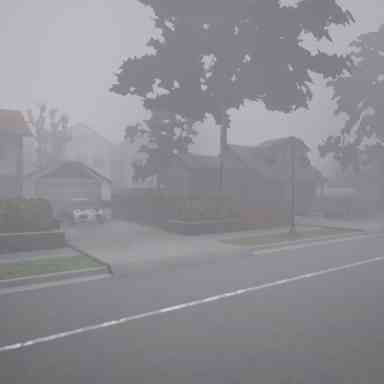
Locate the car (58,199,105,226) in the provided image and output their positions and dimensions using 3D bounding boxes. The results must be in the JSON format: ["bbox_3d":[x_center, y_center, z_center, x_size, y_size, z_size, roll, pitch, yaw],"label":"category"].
[{"bbox_3d":[-6.634,1.165,19.898,1.970,1.475,3.806,0,0,-35],"label":"car"}]
